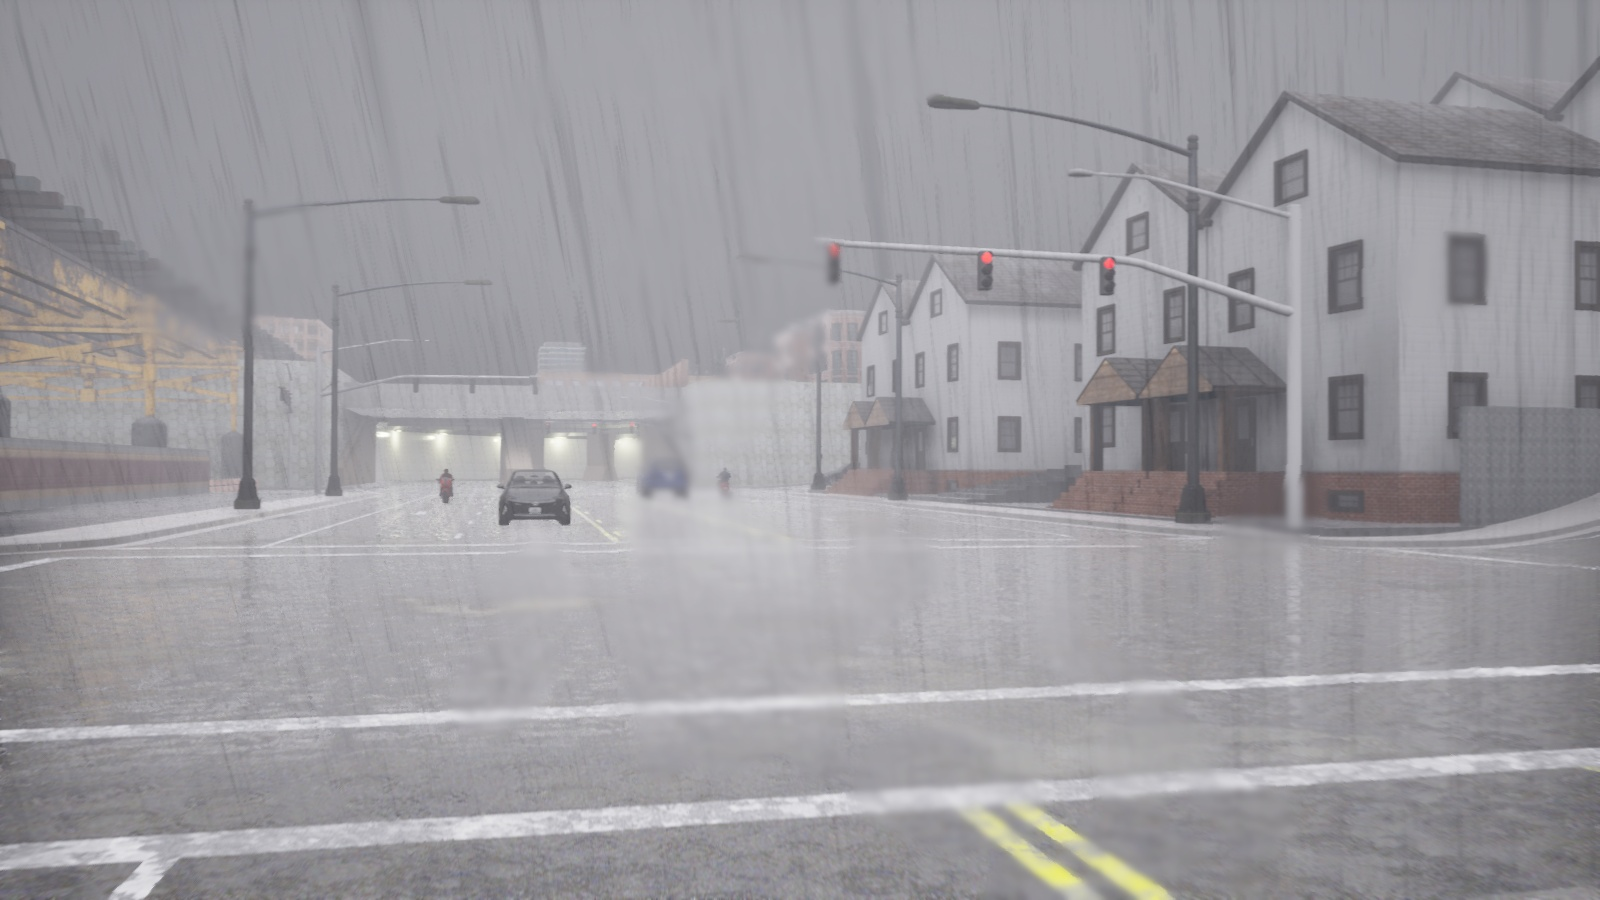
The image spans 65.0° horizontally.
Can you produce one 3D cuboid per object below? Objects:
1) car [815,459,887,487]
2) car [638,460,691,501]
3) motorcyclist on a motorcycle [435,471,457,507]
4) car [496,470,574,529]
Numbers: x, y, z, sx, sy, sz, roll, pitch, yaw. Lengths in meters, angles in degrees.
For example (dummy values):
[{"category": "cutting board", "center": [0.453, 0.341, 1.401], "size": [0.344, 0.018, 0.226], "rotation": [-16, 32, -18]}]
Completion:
[{"category": "car", "center": [3.617, 1.614, 89.721], "size": [4.674, 1.442, 1.812], "rotation": [-7, 1, -13]}, {"category": "car", "center": [-7.194, 1.568, 66.194], "size": [2.150, 2.045, 5.566], "rotation": [0, -1, -13]}, {"category": "motorcyclist on a motorcycle", "center": [-15.263, 1.682, 54.131], "size": [0.797, 1.523, 2.044], "rotation": [0, -1, -13]}, {"category": "car", "center": [-7.458, 1.326, 35.216], "size": [2.007, 1.525, 4.514], "rotation": [0, -1, -13]}]
